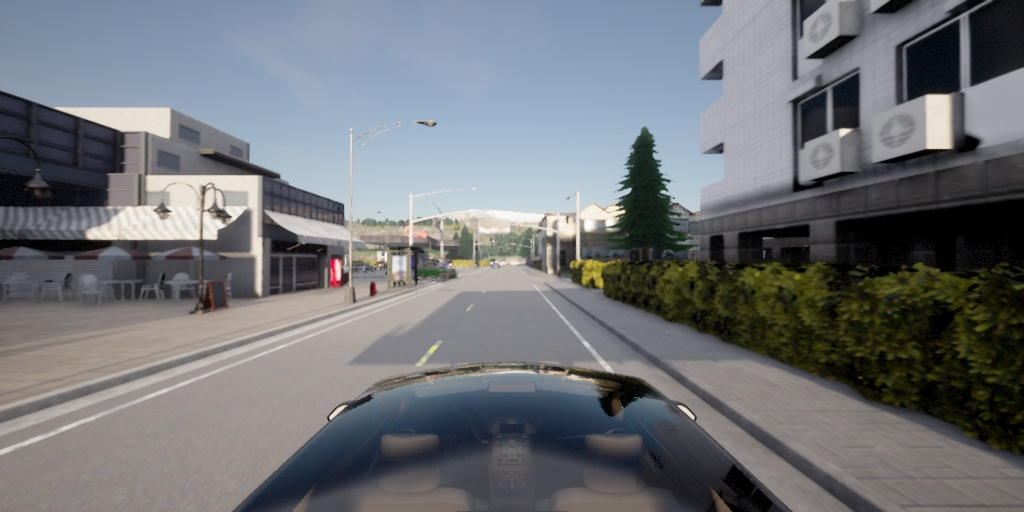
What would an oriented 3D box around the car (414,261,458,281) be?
[{"bbox_3d":[-8.392,1.524,36.660,5.566,2.045,2.150,1,0,0],"label":"car"}]
